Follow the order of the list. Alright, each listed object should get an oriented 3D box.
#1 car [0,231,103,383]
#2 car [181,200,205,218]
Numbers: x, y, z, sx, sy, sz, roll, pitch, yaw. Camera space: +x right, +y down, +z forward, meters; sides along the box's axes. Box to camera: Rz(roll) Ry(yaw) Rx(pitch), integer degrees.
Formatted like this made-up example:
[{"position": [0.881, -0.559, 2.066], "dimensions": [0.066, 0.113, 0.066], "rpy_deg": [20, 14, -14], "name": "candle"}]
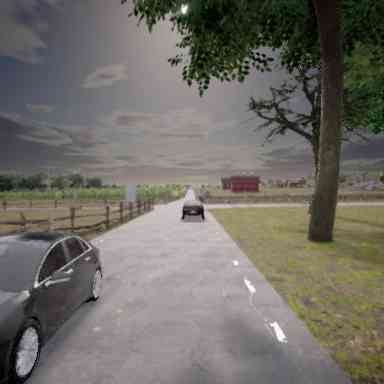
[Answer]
[{"position": [-2.838, 1.491, 5.407], "dimensions": [1.837, 1.490, 4.892], "rpy_deg": [0, 0, 0], "name": "car"}, {"position": [0.102, 1.436, 29.172], "dimensions": [1.882, 1.535, 5.008], "rpy_deg": [0, 0, 0], "name": "car"}]
